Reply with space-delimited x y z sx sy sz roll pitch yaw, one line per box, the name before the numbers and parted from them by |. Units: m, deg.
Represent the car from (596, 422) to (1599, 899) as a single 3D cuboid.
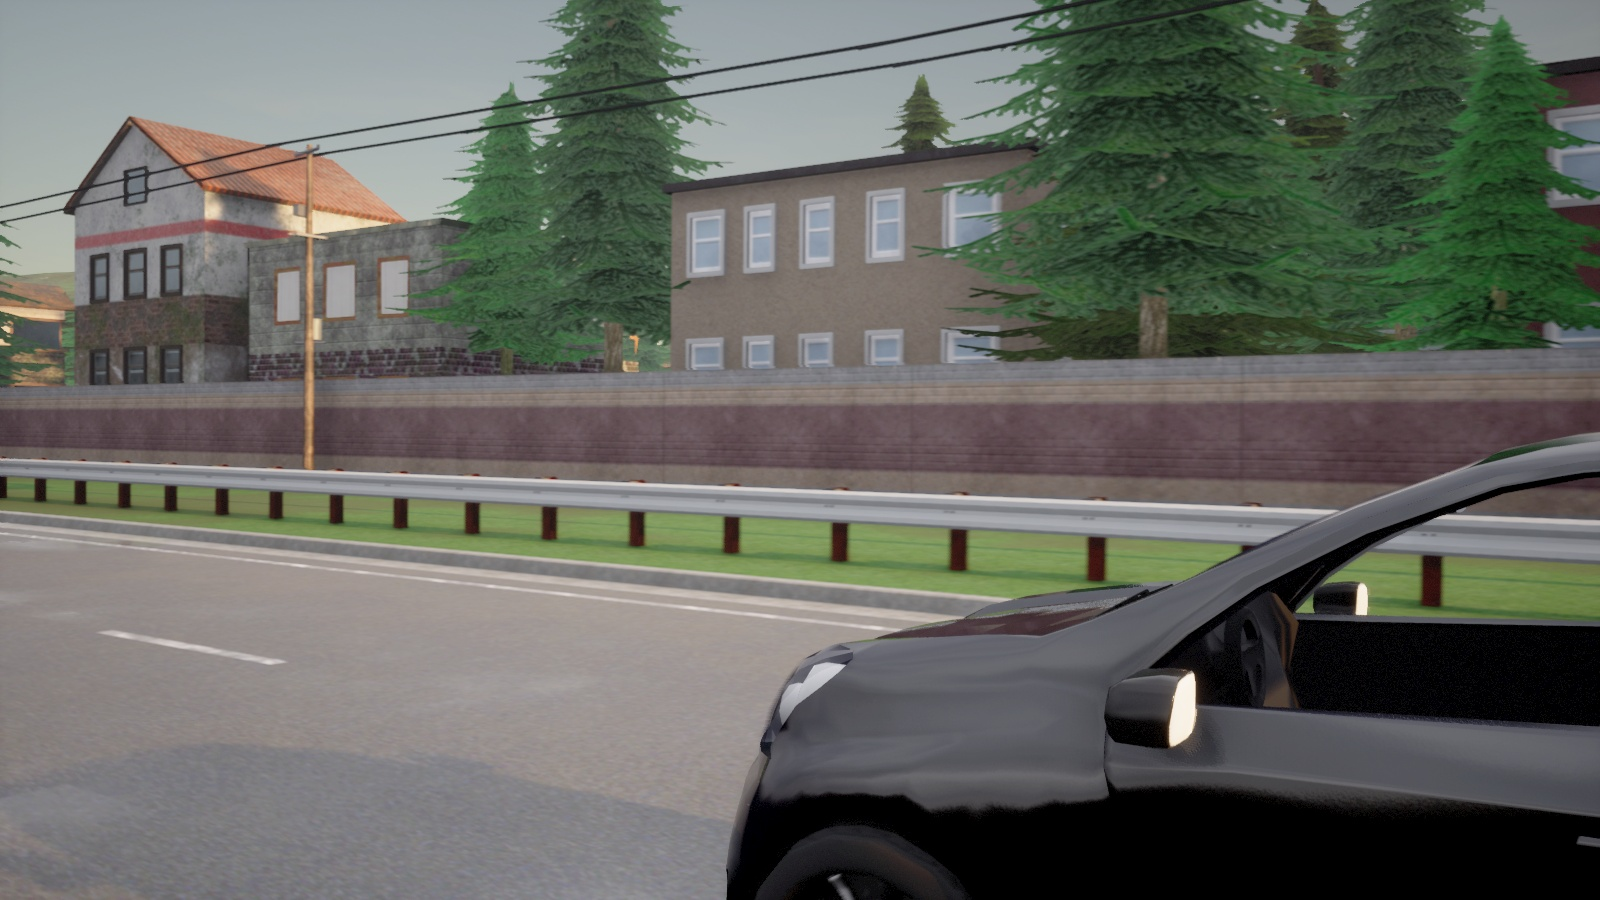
car | 1.574 0.696 2.578 3.633 1.501 1.845 0 1 34
